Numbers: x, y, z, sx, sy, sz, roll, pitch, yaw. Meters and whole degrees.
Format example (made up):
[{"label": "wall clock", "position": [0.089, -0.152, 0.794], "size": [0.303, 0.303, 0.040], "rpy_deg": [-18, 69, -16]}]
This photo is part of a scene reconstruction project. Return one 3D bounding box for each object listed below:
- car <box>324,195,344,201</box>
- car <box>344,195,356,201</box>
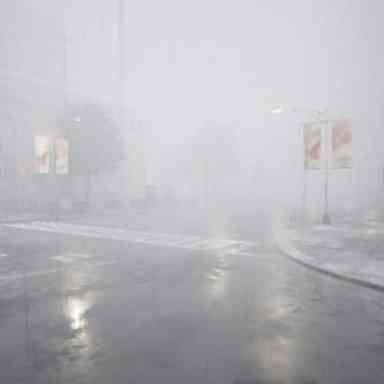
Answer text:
[{"label": "car", "position": [34.594, 1.456, 82.032], "size": [4.674, 1.452, 2.002], "rpy_deg": [0, 0, -35]}, {"label": "car", "position": [39.450, 1.535, 85.074], "size": [4.718, 1.301, 1.895], "rpy_deg": [0, 0, -25]}]
